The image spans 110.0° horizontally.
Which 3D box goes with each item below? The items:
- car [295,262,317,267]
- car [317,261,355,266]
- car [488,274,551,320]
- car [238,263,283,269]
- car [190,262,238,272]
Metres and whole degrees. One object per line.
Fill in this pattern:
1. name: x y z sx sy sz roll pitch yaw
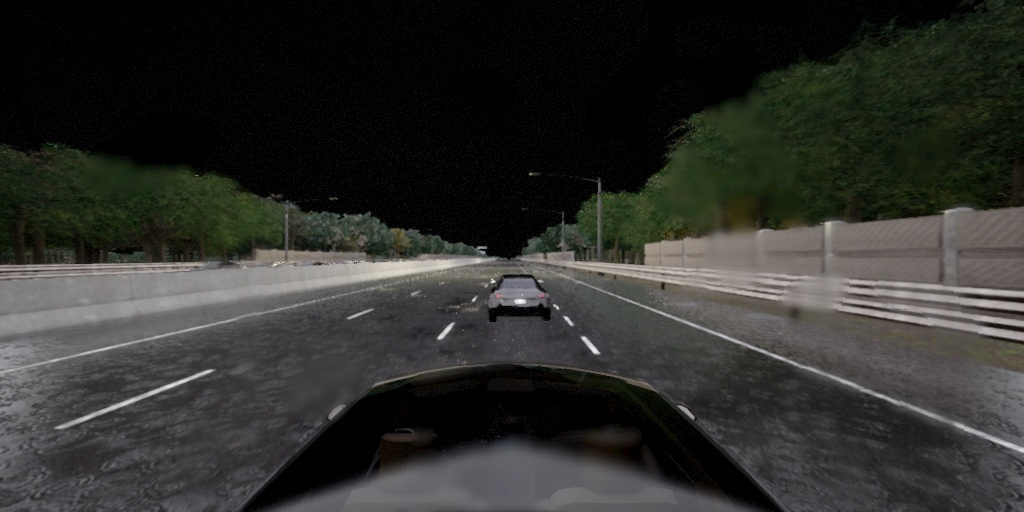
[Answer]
1. car: -21.079 1.331 37.265 1.837 1.490 4.892 0 -1 0
2. car: -17.579 1.316 37.210 2.128 1.511 4.902 0 0 0
3. car: 0.199 1.317 12.622 1.994 1.385 4.181 0 0 -1
4. car: -24.581 1.383 35.876 1.994 1.385 4.181 0 0 0
5. car: -28.086 1.316 34.218 1.837 1.490 4.892 0 0 0
